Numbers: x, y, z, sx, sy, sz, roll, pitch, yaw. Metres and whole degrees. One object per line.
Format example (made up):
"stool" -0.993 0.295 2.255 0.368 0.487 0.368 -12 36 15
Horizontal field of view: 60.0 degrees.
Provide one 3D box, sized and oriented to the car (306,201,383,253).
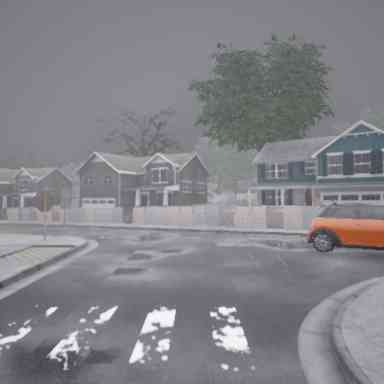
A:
"car" 6.398 1.177 11.335 4.553 1.767 2.097 -2 -3 35
